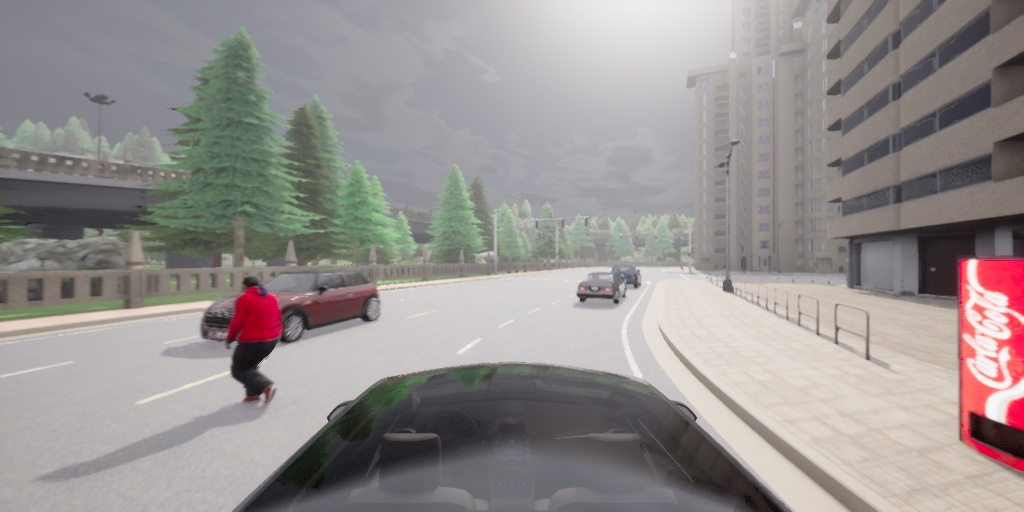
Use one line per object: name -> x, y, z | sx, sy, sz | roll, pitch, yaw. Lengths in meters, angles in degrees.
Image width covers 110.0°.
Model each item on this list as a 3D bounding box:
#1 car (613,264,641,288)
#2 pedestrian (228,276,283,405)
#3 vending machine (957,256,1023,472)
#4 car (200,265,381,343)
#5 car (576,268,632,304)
car -> 8.575, 1.405, 27.223 | 2.097, 1.767, 4.553 | 0, -1, 23
pedestrian -> -3.430, 1.061, 4.811 | 0.375, 1.860, 0.375 | 0, -1, 7
vending machine -> 4.905, 0.981, 3.085 | 1.100, 2.100, 0.880 | 0, 0, 5
car -> -5.742, 1.163, 9.987 | 2.097, 1.767, 4.553 | 0, -1, 15
car -> 4.560, 1.485, 17.874 | 2.033, 1.411, 5.357 | 0, -1, 23
